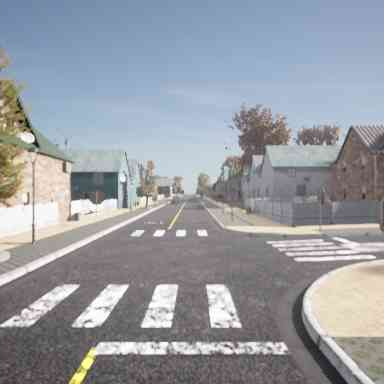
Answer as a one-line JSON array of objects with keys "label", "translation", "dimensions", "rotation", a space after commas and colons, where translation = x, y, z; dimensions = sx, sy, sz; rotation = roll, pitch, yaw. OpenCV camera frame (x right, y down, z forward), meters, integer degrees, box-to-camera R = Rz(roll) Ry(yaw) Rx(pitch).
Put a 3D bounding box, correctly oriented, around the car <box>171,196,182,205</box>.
[{"label": "car", "translation": [-2.815, 1.522, 60.528], "dimensions": [1.837, 1.490, 4.892], "rotation": [0, 0, 0]}]
